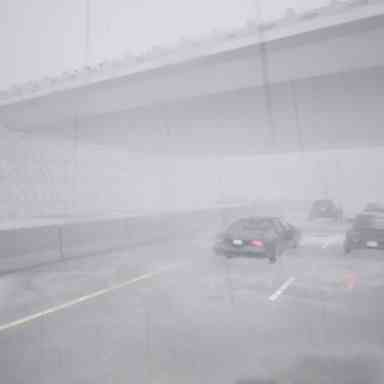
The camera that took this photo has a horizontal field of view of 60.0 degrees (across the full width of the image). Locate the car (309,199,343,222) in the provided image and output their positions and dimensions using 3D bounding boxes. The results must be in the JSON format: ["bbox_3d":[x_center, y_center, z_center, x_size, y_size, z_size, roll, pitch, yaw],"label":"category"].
[{"bbox_3d":[10.973,1.368,27.119,2.097,1.767,4.553,0,0,30],"label":"car"}]

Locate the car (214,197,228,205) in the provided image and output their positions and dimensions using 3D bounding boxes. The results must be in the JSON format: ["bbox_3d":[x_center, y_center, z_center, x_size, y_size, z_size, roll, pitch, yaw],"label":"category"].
[{"bbox_3d":[5.903,1.602,61.181,2.033,1.411,5.357,0,0,30],"label":"car"}]

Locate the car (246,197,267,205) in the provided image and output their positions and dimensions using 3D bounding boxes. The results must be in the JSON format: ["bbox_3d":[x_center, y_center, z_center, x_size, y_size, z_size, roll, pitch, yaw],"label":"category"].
[{"bbox_3d":[11.614,1.592,57.113,2.033,1.411,5.357,0,0,30],"label":"car"}]

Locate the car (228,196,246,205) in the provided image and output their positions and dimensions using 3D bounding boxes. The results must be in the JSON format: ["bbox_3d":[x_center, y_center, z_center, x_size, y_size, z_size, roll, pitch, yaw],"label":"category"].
[{"bbox_3d":[8.547,1.554,58.793,1.837,1.490,4.892,0,0,30],"label":"car"}]

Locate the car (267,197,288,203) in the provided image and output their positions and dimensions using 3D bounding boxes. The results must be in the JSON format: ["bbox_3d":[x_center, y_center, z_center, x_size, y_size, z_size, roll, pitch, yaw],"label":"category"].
[{"bbox_3d":[14.662,1.532,55.409,2.128,1.511,4.902,0,0,30],"label":"car"}]

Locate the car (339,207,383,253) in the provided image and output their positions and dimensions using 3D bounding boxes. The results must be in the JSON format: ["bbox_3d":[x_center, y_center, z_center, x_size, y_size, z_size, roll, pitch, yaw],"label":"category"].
[{"bbox_3d":[7.084,1.531,12.978,1.812,1.442,4.674,0,0,30],"label":"car"}]

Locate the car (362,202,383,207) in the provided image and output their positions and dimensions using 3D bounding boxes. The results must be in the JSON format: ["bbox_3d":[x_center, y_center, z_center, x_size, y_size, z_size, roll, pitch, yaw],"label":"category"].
[{"bbox_3d":[14.412,1.537,26.080,1.812,1.442,4.674,0,0,30],"label":"car"}]

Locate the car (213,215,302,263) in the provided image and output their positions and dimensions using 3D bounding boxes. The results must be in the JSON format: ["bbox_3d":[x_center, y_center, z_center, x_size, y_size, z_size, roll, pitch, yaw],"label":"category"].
[{"bbox_3d":[2.612,1.557,12.212,2.033,1.411,5.357,0,0,30],"label":"car"}]
